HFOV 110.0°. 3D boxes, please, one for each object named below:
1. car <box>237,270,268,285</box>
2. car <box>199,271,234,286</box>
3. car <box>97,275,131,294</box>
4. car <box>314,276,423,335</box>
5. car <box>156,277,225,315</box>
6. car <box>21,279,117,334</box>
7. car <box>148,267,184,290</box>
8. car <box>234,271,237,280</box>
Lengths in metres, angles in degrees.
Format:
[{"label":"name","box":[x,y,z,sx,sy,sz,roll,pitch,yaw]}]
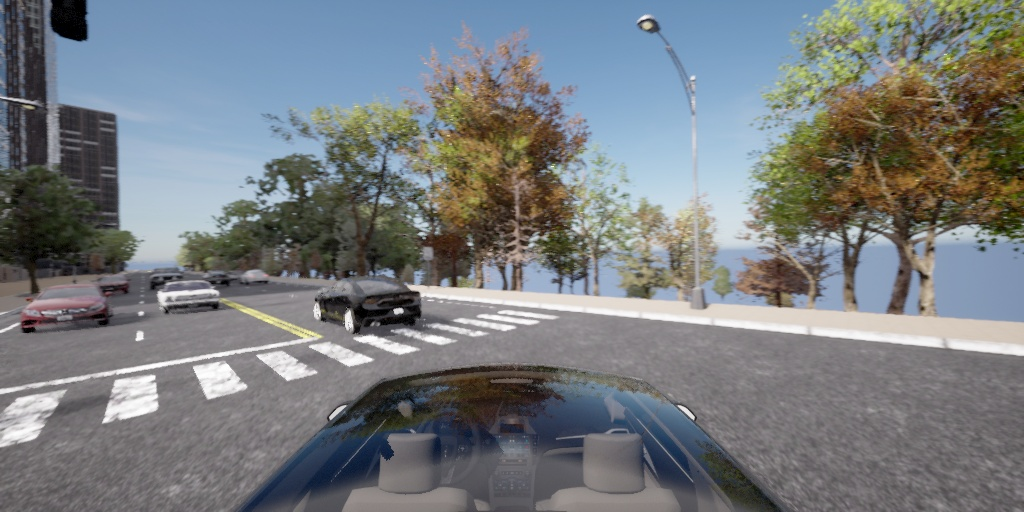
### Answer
[{"label":"car","box":[-26.946,2.202,37.546,4.674,1.442,1.812,-2,0,45]},{"label":"car","box":[-28.845,2.229,34.854,4.892,1.490,1.837,-2,0,44]},{"label":"car","box":[-31.720,2.264,28.427,5.008,1.535,1.882,-2,0,45]},{"label":"car","box":[-4.726,1.383,11.401,1.882,1.535,5.008,-1,-1,-43]},{"label":"car","box":[-15.035,1.838,16.662,4.718,1.301,1.895,-2,0,44]},{"label":"car","box":[-16.047,1.781,13.137,4.674,1.442,1.812,-2,0,44]},{"label":"car","box":[-33.065,2.075,34.326,5.566,2.045,2.150,-3,-1,45]},{"label":"car","box":[-34.375,2.533,44.721,4.718,1.301,1.895,-2,0,44]}]
